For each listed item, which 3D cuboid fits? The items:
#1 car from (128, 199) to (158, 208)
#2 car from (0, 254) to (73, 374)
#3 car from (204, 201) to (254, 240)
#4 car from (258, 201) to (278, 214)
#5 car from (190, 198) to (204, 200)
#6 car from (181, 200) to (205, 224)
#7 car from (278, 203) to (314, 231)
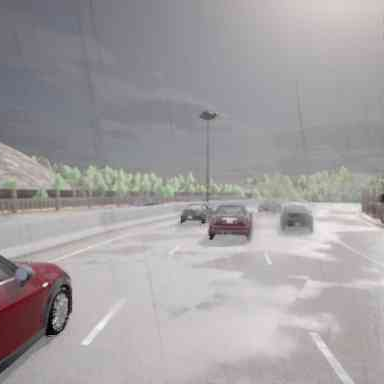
[{"bbox_3d":[-5.756,1.570,39.568,2.128,1.511,4.902,0,0,23],"label":"car"},{"bbox_3d":[-3.141,1.348,3.873,2.097,1.767,4.553,0,0,2],"label":"car"},{"bbox_3d":[2.173,1.408,17.600,2.097,1.767,4.553,0,0,11],"label":"car"},{"bbox_3d":[8.945,1.686,37.816,2.033,1.411,5.357,0,0,26],"label":"car"},{"bbox_3d":[0.521,1.597,44.791,1.882,1.535,5.008,0,0,27],"label":"car"},{"bbox_3d":[0.491,1.594,25.289,1.812,1.442,4.674,0,0,16],"label":"car"},{"bbox_3d":[6.615,1.590,21.240,1.837,1.490,4.892,0,0,14],"label":"car"}]
